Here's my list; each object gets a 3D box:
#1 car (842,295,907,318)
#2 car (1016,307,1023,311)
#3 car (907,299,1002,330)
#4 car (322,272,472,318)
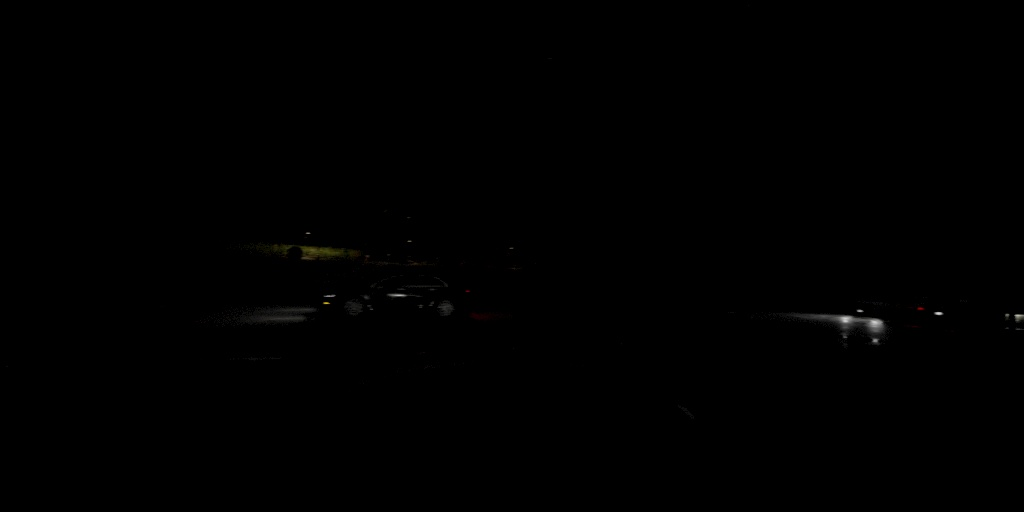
[{"bbox_3d":[22.875,3.092,22.162,4.718,1.301,1.895,3,-2,-20],"label":"car"},{"bbox_3d":[43.693,3.886,29.554,5.008,1.535,1.882,2,-2,-20],"label":"car"},{"bbox_3d":[22.680,2.895,18.152,4.181,1.385,1.994,3,-2,-20],"label":"car"},{"bbox_3d":[-3.850,1.284,12.535,4.892,1.490,1.837,3,-1,-20],"label":"car"}]
